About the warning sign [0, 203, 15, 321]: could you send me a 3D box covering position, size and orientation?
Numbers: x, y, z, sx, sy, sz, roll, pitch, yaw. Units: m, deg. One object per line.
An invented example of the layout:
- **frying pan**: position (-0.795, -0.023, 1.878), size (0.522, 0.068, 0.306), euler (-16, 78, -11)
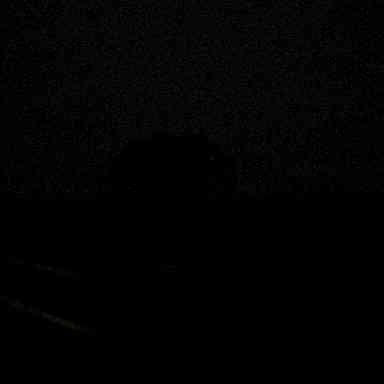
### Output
- **warning sign**: position (-3.726, 1.112, 5.230), size (1.060, 1.860, 1.300), euler (1, 0, 35)
